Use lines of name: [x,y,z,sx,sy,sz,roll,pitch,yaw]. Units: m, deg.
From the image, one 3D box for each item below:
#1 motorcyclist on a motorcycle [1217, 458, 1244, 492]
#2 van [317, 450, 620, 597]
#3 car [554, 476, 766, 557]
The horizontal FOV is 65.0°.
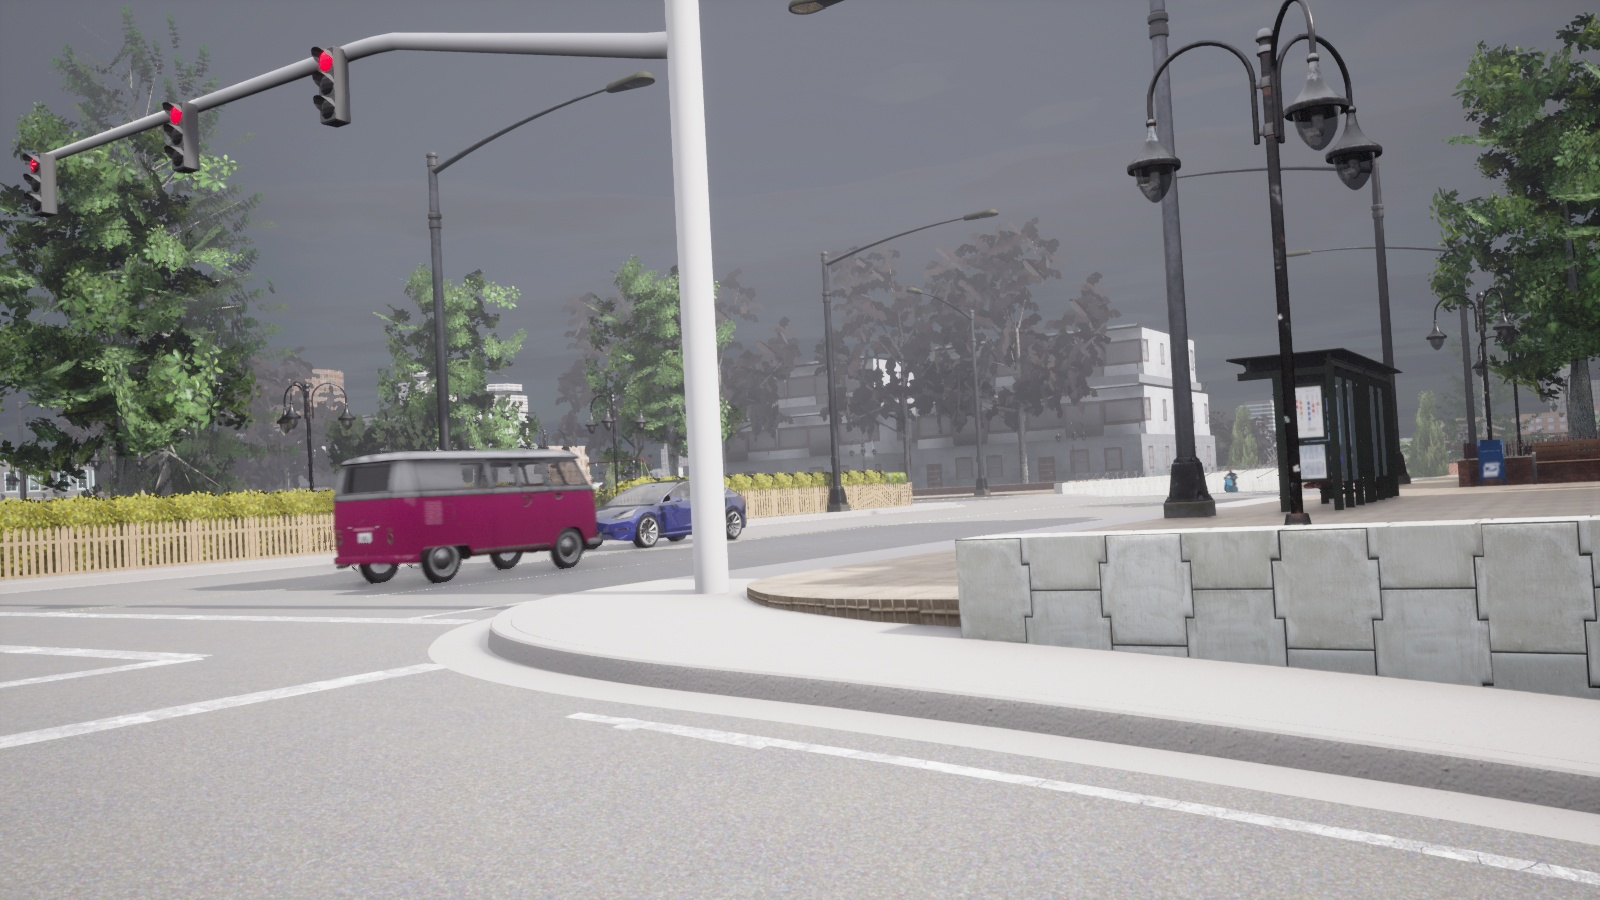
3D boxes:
motorcyclist on a motorcycle: [23.035,1.336,67.184,0.866,1.590,1.817,-5,-9,34]
van: [-5.119,1.093,19.964,1.775,1.987,4.442,-5,-2,35]
car: [-3.127,1.490,29.020,2.163,1.488,4.792,-5,-2,34]
